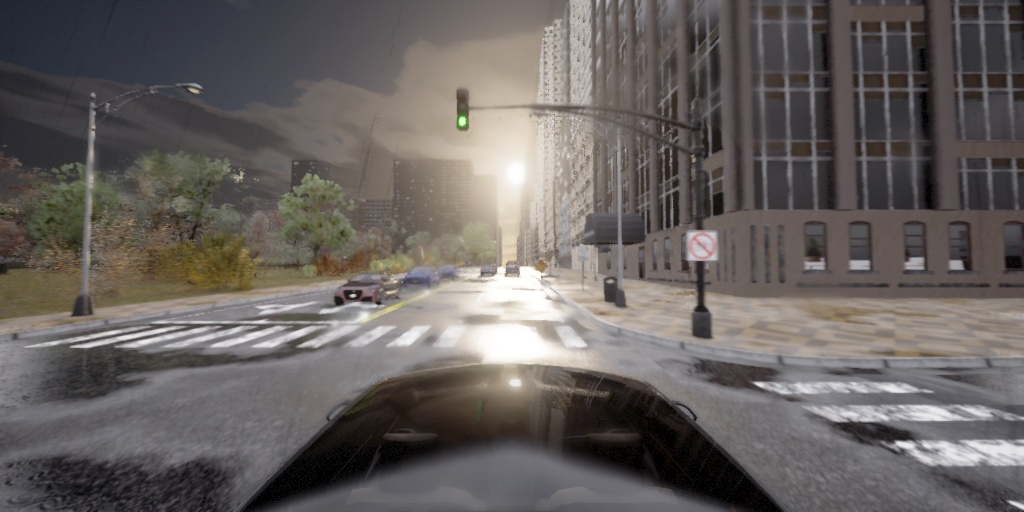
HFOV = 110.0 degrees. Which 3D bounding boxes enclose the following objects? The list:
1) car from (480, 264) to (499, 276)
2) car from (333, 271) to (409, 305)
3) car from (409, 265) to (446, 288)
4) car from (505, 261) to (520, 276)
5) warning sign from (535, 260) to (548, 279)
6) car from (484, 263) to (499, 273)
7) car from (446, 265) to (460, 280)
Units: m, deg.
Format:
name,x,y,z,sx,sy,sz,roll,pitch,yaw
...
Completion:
name,x,y,z,sx,sy,sz,roll,pitch,yaw
car,-3.175,1.866,47.332,2.033,1.411,5.357,0,-1,0
car,-6.604,1.480,16.885,1.994,1.385,4.181,0,-1,0
car,-6.610,1.516,27.015,1.882,1.535,5.008,0,-1,0
car,0.078,1.798,47.409,1.882,1.535,5.008,0,-1,0
warning sign,2.834,1.249,34.280,1.300,1.860,1.060,0,0,0
car,-3.244,1.969,57.641,2.128,1.511,4.902,0,-1,0
car,-6.607,1.651,37.248,1.882,1.535,5.008,0,-1,0
